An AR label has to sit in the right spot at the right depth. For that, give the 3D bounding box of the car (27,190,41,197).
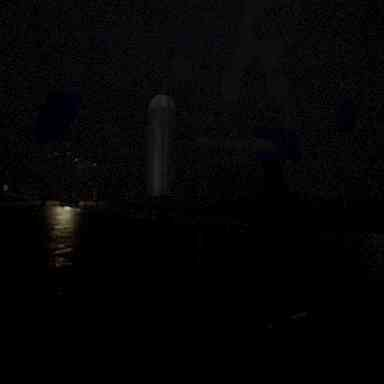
[{"bbox_3d":[-39.503,0.474,84.159,1.882,1.535,5.008,2,0,-36],"label":"car"}]

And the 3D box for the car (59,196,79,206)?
[{"bbox_3d":[-18.474,1.320,50.036,1.895,1.301,4.718,2,0,-36],"label":"car"}]
